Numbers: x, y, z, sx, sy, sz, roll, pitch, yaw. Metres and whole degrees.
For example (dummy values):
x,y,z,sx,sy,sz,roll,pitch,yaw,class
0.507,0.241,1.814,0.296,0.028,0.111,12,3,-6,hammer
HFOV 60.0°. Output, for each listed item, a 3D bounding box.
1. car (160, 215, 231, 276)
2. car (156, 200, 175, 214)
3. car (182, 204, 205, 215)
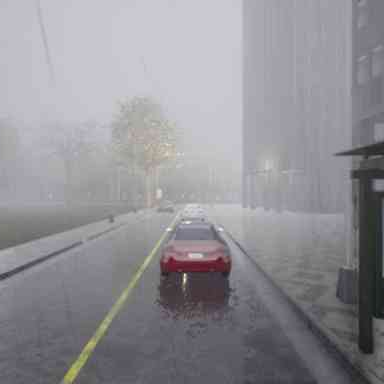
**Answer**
x,y,z,sx,sy,sz,roll,pitch,yaw,class
0.097,1.644,10.645,1.994,1.385,4.181,0,0,0,car
-3.082,1.785,39.720,1.837,1.490,4.892,0,-1,0,car
0.092,1.729,28.317,1.812,1.442,4.674,0,0,0,car
